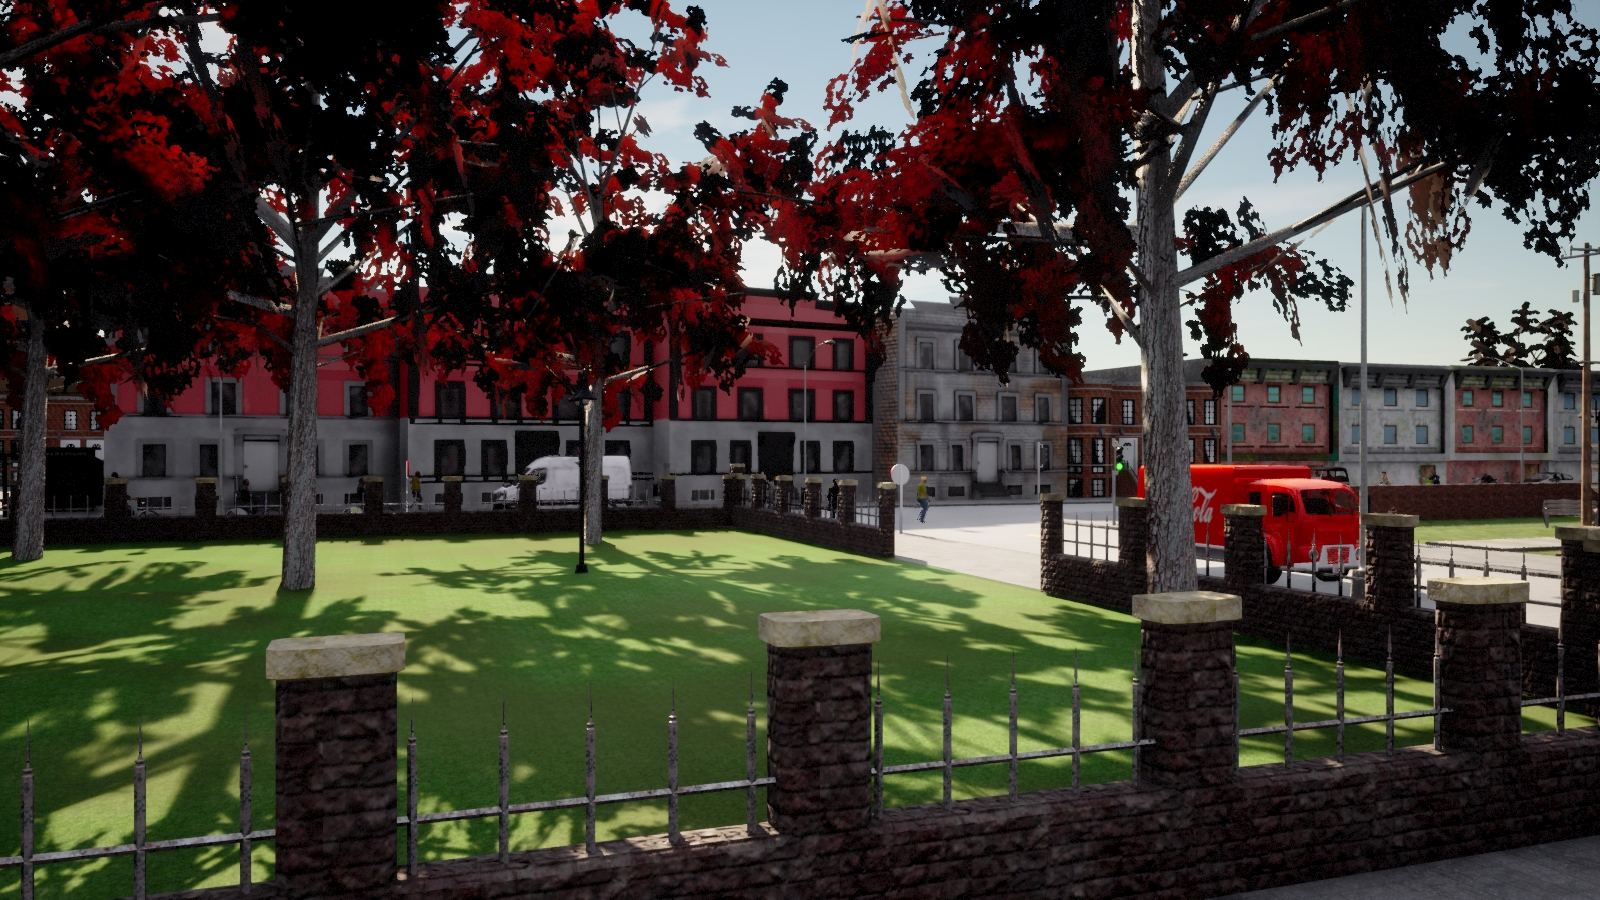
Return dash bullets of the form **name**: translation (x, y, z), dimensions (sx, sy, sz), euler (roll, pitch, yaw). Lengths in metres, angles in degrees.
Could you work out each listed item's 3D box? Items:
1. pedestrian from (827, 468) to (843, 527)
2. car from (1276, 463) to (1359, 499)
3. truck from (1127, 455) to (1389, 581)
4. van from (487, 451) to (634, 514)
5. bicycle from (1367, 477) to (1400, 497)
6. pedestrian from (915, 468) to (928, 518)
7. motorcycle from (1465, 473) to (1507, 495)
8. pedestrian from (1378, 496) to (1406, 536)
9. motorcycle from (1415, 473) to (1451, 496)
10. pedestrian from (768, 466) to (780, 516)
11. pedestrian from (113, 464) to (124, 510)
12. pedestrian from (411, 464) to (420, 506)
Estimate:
- **pedestrian**: translation (1.122, 1.525, 36.699), dimensions (0.375, 1.860, 0.375), euler (0, 0, -23)
- **car**: translation (28.140, 1.638, 62.162), dimensions (3.866, 1.878, 1.905), euler (0, 0, -20)
- **truck**: translation (9.964, 1.348, 25.442), dimensions (2.627, 2.467, 5.204), euler (0, 0, -20)
- **van**: translation (-10.154, 1.314, 48.423), dimensions (5.915, 2.561, 1.988), euler (0, 0, -19)
- **bicycle**: translation (32.543, 2.036, 63.766), dimensions (1.487, 1.080, 0.859), euler (0, 0, -20)
- **pedestrian**: translation (4.622, 1.628, 43.504), dimensions (0.375, 1.860, 0.375), euler (0, 0, -17)
- **motorcycle**: translation (39.853, 1.985, 66.375), dimensions (2.209, 1.251, 0.867), euler (0, 0, -20)
- **pedestrian**: translation (17.076, 1.904, 32.946), dimensions (0.500, 1.100, 0.500), euler (0, 0, -24)
- **motorcycle**: translation (36.002, 1.962, 64.979), dimensions (1.805, 1.236, 0.856), euler (0, 0, -20)
- **pedestrian**: translation (-0.984, 1.526, 42.993), dimensions (0.375, 1.860, 0.375), euler (0, 0, 14)
- **pedestrian**: translation (-27.896, 1.522, 46.750), dimensions (0.375, 1.860, 0.375), euler (0, 0, -27)
- **pedestrian**: translation (-16.795, 1.524, 49.920), dimensions (0.375, 1.860, 0.375), euler (0, 0, -18)
